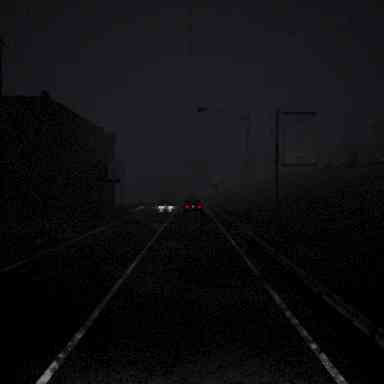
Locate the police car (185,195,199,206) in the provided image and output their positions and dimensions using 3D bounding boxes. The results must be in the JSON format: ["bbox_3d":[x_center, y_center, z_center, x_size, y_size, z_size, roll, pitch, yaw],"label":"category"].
[{"bbox_3d":[0.022,1.236,48.411,2.038,1.542,4.974,0,-1,0],"label":"police car"}]

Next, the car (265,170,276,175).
[{"bbox_3d":[21.507,-4.868,87.029,2.185,1.767,4.553,0,1,-1],"label":"car"}]

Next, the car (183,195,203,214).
[{"bbox_3d":[0.101,1.331,31.756,2.033,1.411,5.357,0,0,0],"label":"car"}]

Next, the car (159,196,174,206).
[{"bbox_3d":[-3.569,1.280,47.059,2.033,1.411,5.357,0,0,0],"label":"car"}]

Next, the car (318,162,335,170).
[{"bbox_3d":[22.923,-4.145,53.994,2.185,1.767,4.553,0,1,-5],"label":"car"}]

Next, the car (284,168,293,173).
[{"bbox_3d":[21.871,-4.426,70.577,2.231,1.521,4.892,0,1,-1],"label":"car"}]

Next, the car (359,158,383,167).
[{"bbox_3d":[24.243,-3.701,42.832,2.002,1.452,4.674,0,1,-7],"label":"car"}]

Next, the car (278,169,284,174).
[{"bbox_3d":[21.744,-4.540,76.094,2.231,1.521,4.892,0,1,-1],"label":"car"}]

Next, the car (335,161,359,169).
[{"bbox_3d":[23.542,-3.848,48.305,2.163,1.488,4.792,0,1,-6],"label":"car"}]

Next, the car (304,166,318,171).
[{"bbox_3d":[22.455,-4.156,59.500,2.097,1.535,5.008,0,1,-4],"label":"car"}]

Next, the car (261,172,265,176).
[{"bbox_3d":[21.389,-4.802,92.523,2.002,1.452,4.674,0,1,-1],"label":"car"}]

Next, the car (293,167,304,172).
[{"bbox_3d":[22.104,-4.254,65.036,2.002,1.452,4.674,0,1,-2],"label":"car"}]
